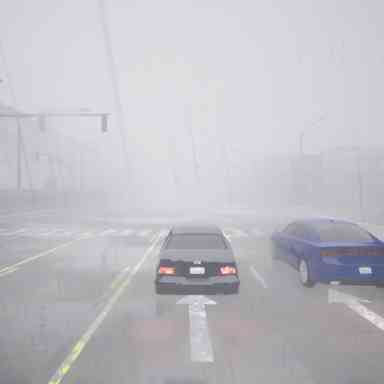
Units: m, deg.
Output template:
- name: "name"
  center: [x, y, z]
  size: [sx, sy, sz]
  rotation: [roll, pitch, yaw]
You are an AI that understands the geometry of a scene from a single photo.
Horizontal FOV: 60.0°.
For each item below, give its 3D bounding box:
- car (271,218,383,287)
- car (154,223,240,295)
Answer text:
- name: "car"
  center: [3.600, 1.478, 9.376]
  size: [1.882, 1.535, 5.008]
  rotation: [0, 0, 0]
- name: "car"
  center: [0.098, 1.547, 8.852]
  size: [2.033, 1.411, 5.357]
  rotation: [0, 0, 0]
